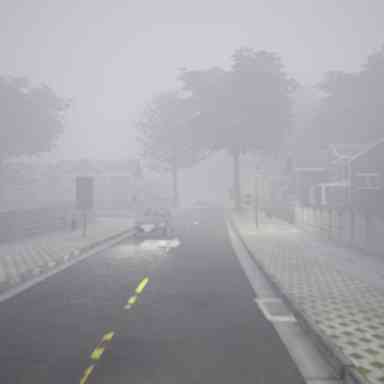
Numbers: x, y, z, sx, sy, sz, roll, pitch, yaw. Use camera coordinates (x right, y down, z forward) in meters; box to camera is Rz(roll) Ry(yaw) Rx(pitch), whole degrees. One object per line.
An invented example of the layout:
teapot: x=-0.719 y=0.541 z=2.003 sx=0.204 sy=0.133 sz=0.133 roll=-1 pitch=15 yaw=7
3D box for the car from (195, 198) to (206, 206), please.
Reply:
car: x=1.632 y=1.945 z=63.245 sx=2.128 sy=1.511 sz=4.902 roll=0 pitch=1 yaw=5

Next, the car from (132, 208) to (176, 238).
car: x=-2.050 y=1.668 z=19.098 sx=2.128 sy=1.511 sz=4.902 roll=0 pitch=0 yaw=4
